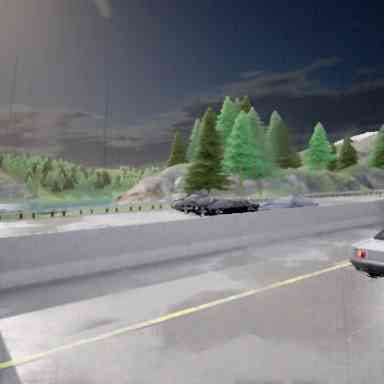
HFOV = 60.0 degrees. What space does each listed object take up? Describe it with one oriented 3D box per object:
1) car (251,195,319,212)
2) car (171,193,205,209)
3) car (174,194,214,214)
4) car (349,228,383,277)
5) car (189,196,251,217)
[{"bbox_3d":[6.247,0.942,21.332,4.674,1.442,1.812,-2,1,-36],"label":"car"},{"bbox_3d":[0.412,0.911,30.077,4.892,1.490,1.837,-2,1,-35],"label":"car"},{"bbox_3d":[1.320,1.053,26.430,4.718,1.301,1.895,-2,1,-35],"label":"car"},{"bbox_3d":[5.840,1.290,7.914,4.718,1.301,1.895,-2,1,-35],"label":"car"},{"bbox_3d":[2.481,1.089,22.959,4.718,1.301,1.895,-2,1,-35],"label":"car"}]
